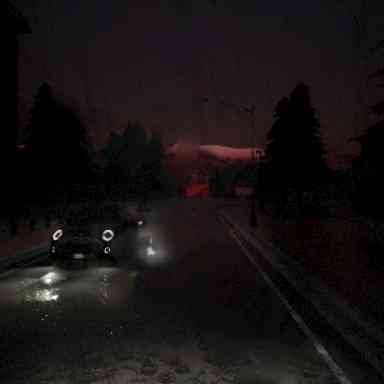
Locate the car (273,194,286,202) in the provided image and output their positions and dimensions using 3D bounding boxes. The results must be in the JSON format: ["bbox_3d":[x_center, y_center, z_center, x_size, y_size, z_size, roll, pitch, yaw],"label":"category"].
[{"bbox_3d":[18.725,1.276,71.093,1.970,1.475,3.806,0,0,2],"label":"car"}]

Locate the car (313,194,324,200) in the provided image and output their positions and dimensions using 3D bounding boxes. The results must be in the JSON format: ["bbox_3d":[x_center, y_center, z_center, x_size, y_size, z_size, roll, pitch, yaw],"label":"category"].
[{"bbox_3d":[31.088,1.218,81.667,1.845,1.501,3.633,0,0,2],"label":"car"}]

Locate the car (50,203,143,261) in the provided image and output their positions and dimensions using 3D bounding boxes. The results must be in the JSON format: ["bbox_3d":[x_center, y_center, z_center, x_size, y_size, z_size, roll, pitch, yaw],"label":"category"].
[{"bbox_3d":[-3.330,1.321,12.154,2.097,1.767,4.553,0,0,1],"label":"car"}]

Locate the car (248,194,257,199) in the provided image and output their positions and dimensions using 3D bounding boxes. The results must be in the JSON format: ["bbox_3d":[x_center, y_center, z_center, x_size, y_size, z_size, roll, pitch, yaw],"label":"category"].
[{"bbox_3d":[16.376,1.184,89.798,2.007,1.523,4.514,0,0,2],"label":"car"}]

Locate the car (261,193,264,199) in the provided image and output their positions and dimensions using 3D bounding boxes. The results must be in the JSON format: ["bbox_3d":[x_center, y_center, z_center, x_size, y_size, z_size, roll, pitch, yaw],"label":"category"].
[{"bbox_3d":[19.513,1.182,89.743,2.152,1.636,5.027,0,0,2],"label":"car"}]

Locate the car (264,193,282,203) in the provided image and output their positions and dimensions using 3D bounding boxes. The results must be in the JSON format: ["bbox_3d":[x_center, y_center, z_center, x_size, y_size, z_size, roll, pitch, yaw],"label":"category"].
[{"bbox_3d":[15.492,1.274,63.779,1.845,1.501,3.633,0,0,2],"label":"car"}]

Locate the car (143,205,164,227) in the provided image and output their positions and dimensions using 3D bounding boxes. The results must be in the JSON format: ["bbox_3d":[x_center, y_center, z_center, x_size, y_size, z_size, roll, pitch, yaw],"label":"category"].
[{"bbox_3d":[-3.067,1.548,22.439,1.895,1.301,4.718,0,0,2],"label":"car"}]
